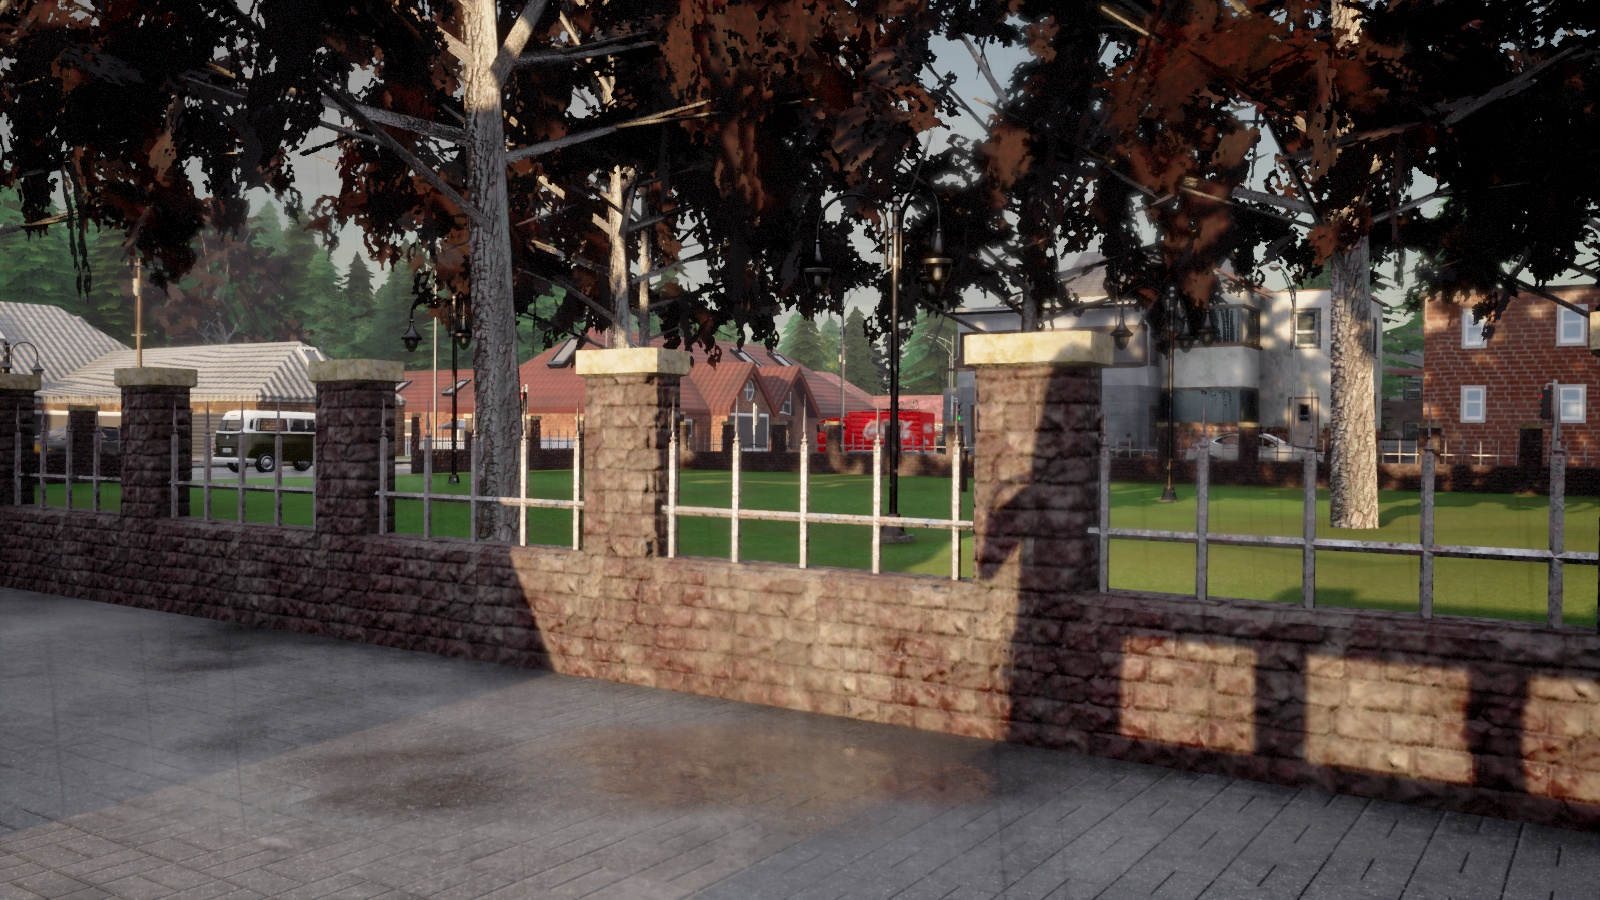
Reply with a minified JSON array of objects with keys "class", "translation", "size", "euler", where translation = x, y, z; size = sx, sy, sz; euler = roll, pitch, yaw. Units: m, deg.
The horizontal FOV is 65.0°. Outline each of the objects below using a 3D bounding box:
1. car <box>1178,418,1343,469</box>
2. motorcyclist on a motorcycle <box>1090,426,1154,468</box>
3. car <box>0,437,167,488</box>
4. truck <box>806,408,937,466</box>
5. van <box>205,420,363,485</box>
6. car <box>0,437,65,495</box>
[{"class":"car","translation":[15.818,-0.223,43.176],"size":[5.027,1.651,2.152],"euler":[0,1,31]},{"class":"motorcyclist on a motorcycle","translation":[12.842,-0.118,50.063],"size":[2.350,1.649,0.766],"euler":[0,1,34]},{"class":"car","translation":[-23.190,0.350,40.080],"size":[2.128,1.511,4.902],"euler":[0,1,34]},{"class":"truck","translation":[3.205,-0.551,56.048],"size":[5.204,2.467,2.627],"euler":[0,0,24]},{"class":"van","translation":[-17.129,0.038,41.871],"size":[2.069,2.038,4.480],"euler":[0,1,32]},{"class":"car","translation":[-22.672,0.457,33.476],"size":[1.882,1.535,5.008],"euler":[0,1,32]}]
